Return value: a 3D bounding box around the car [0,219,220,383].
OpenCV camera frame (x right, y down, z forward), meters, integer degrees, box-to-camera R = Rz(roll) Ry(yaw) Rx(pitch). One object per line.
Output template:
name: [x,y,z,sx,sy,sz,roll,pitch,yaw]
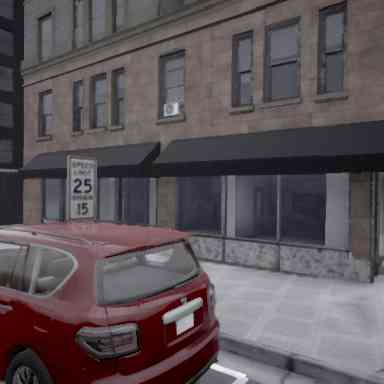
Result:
car: [-2.007,1.313,4.498,5.009,1.841,2.192,0,1,36]
